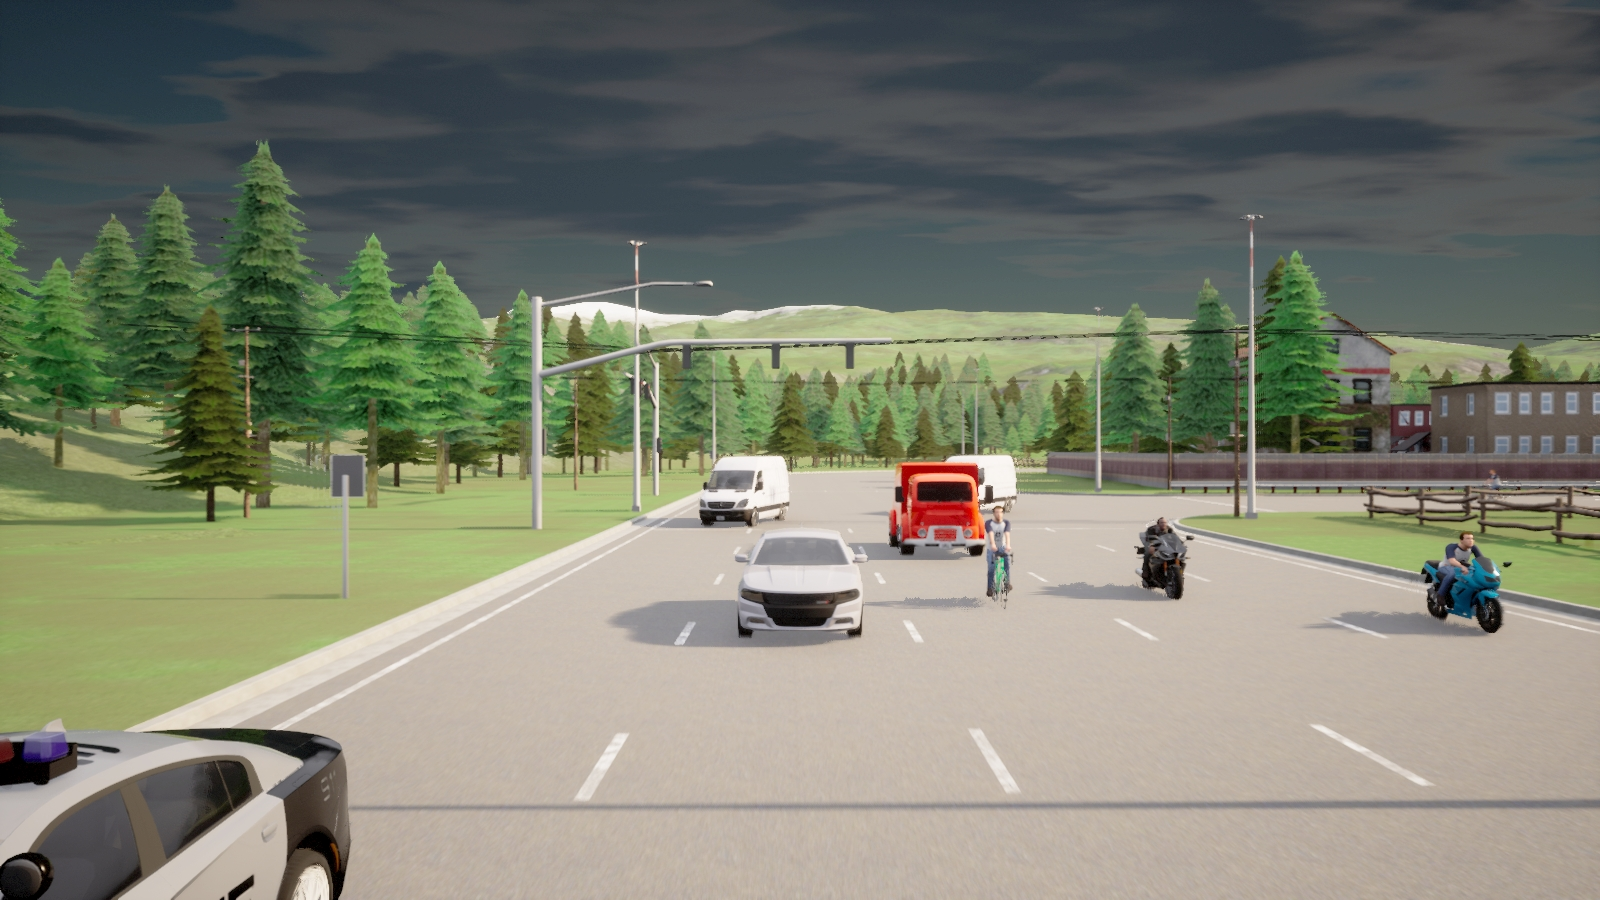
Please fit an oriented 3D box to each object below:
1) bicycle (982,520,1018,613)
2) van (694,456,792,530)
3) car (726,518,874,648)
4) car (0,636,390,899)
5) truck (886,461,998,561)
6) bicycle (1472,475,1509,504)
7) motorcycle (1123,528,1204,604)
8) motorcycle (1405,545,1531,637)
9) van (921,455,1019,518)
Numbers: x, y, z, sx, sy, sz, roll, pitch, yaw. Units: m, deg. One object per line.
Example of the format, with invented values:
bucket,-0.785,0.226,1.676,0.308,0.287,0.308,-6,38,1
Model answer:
bicycle,3.580,2.056,20.523,0.373,1.496,1.643,0,0,1
van,-2.058,1.534,43.325,1.988,2.561,5.915,-1,0,15
car,0.022,2.034,18.661,2.097,1.535,5.006,0,0,1
car,-3.609,1.982,4.522,2.097,1.638,5.238,0,0,0
truck,3.773,1.565,31.434,2.627,2.467,5.204,0,0,2
bicycle,35.691,2.055,59.056,1.643,1.496,0.373,0,0,0
motorcycle,7.008,2.205,22.152,0.867,1.251,2.209,0,0,0
motorcycle,10.513,2.186,18.071,0.803,1.199,2.033,0,0,0
van,7.501,1.534,49.767,1.988,2.561,5.915,-1,-1,32
